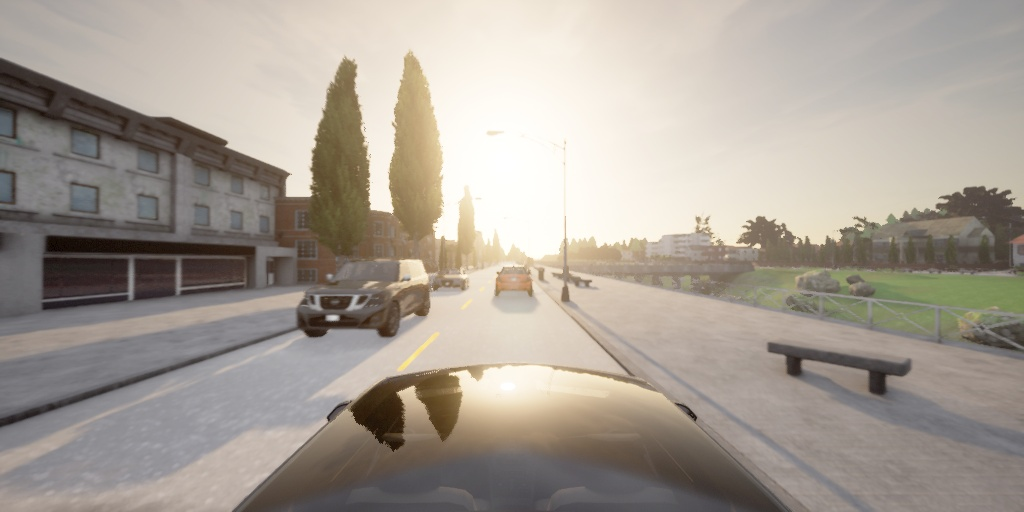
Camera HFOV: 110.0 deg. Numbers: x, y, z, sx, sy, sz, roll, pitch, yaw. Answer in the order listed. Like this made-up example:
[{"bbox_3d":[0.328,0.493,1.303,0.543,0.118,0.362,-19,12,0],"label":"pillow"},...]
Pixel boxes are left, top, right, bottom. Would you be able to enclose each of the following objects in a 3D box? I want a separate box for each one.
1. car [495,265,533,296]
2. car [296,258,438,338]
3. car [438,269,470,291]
[{"bbox_3d":[0.099,1.315,21.466,2.097,1.767,4.553,0,-1,0],"label":"car"},{"bbox_3d":[-4.039,1.069,10.923,2.150,2.045,5.566,0,0,1],"label":"car"},{"bbox_3d":[-4.024,1.560,24.408,1.994,1.385,4.181,0,-1,1],"label":"car"}]
